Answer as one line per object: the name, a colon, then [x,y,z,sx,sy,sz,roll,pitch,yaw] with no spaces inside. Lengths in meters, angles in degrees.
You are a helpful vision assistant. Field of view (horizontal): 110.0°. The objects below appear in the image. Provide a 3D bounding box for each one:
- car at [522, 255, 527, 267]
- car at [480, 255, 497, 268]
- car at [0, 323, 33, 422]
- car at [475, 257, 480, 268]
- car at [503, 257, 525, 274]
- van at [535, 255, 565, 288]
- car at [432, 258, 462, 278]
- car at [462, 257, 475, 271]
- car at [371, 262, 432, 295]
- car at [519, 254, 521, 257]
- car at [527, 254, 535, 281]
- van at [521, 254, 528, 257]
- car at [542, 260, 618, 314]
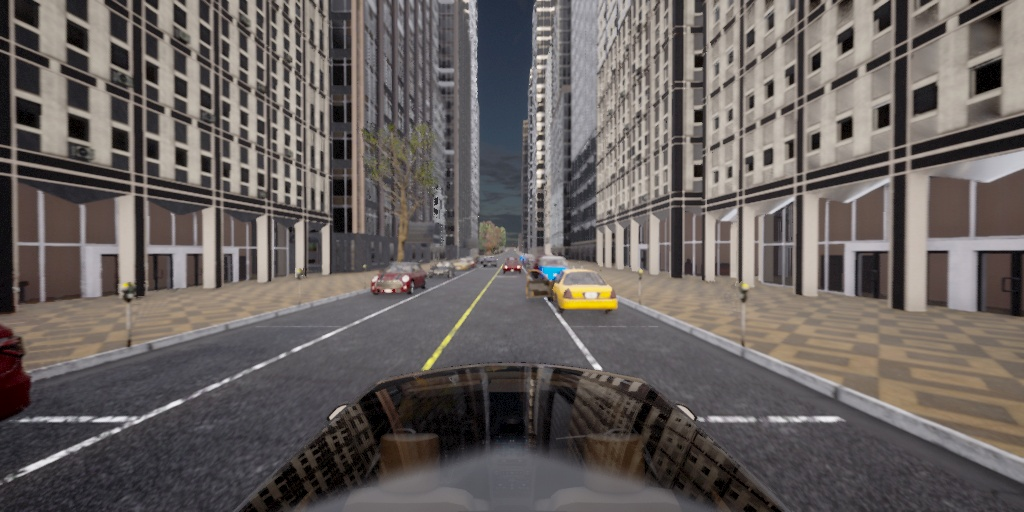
car: [2.681,0.919,46.972,2.007,1.370,4.403,0,0,0]
car: [-3.017,0.886,50.235,2.033,1.411,5.357,0,1,0]
car: [-5.690,1.067,1.384,2.192,1.841,5.009,0,0,0]
car: [-5.700,0.808,46.972,1.967,1.591,4.097,0,0,0]
car: [0.045,1.066,36.200,1.895,1.301,4.718,0,0,0]
van: [2.686,0.908,24.176,1.690,1.789,3.998,0,0,0]
car: [-5.696,1.070,29.876,2.007,1.370,4.403,0,0,0]
car: [-5.698,0.945,41.102,1.751,1.417,4.829,0,0,0]
car: [-5.693,1.055,18.479,1.967,1.591,4.097,0,0,0]
car: [0.017,0.808,51.017,1.882,1.535,5.008,0,1,0]
car: [2.685,0.834,29.875,2.192,1.841,5.009,0,0,0]
van: [2.679,0.602,58.368,1.690,1.789,3.998,0,0,0]
car: [2.348,1.115,13.195,1.801,1.575,5.366,0,0,0]
